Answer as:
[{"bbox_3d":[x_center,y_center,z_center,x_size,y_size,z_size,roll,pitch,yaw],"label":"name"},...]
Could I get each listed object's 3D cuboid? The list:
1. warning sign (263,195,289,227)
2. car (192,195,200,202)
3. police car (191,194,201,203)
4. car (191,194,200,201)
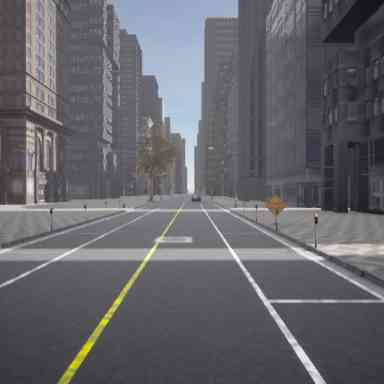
[{"bbox_3d":[5.068,1.100,20.075,1.300,1.860,1.060,0,0,0],"label":"warning sign"},{"bbox_3d":[0.900,1.571,80.076,1.812,1.442,4.674,0,0,0],"label":"car"},{"bbox_3d":[0.900,1.454,70.186,1.930,1.638,5.238,0,0,0],"label":"police car"},{"bbox_3d":[0.896,1.412,86.044,2.097,1.767,4.553,0,0,0],"label":"car"}]
